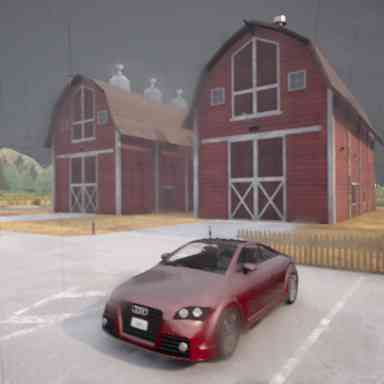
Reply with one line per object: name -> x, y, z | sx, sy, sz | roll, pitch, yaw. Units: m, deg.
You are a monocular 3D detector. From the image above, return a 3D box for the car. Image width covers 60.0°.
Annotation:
car -> 0.430, 1.580, 6.091 | 1.994, 1.381, 4.181 | -1, 0, 35
